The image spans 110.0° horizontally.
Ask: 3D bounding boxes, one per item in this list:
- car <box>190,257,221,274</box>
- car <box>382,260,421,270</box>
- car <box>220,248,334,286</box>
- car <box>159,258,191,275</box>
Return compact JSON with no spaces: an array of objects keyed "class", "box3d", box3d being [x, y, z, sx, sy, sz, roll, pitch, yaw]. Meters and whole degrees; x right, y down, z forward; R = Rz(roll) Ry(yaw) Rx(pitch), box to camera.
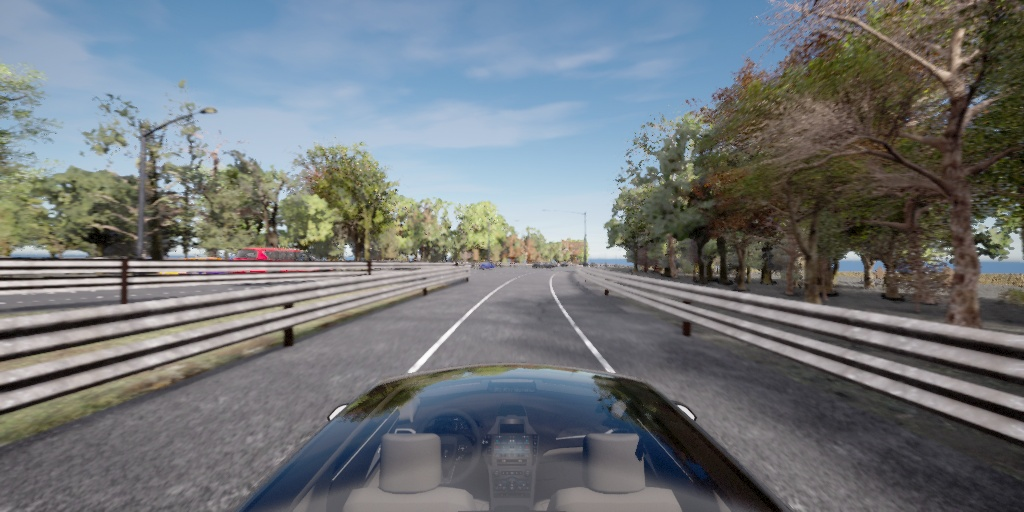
[{"class":"car","box3d":[-16.713,0.902,22.537,1.812,1.442,4.674,0,-1,20]},{"class":"car","box3d":[-11.356,1.191,37.255,2.128,1.511,4.902,0,-1,20]},{"class":"car","box3d":[-13.420,0.608,21.341,2.150,2.045,5.566,0,-1,20]},{"class":"car","box3d":[-19.986,0.839,23.775,1.882,1.535,5.008,0,-1,20]}]
